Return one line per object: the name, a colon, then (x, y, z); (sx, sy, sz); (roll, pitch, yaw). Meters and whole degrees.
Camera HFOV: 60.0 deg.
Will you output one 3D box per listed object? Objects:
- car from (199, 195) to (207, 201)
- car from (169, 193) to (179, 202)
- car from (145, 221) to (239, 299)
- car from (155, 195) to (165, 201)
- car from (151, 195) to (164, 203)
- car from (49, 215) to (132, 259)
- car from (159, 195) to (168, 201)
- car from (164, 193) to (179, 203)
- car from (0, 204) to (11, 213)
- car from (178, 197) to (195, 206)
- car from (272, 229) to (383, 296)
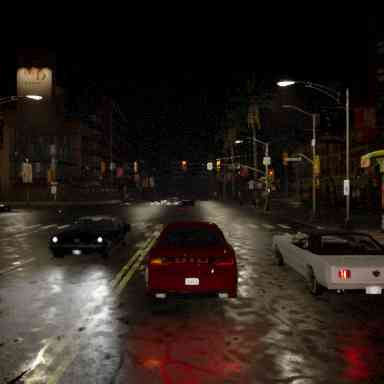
car: (2.730, 1.524, 81.741); (1.812, 1.442, 4.674); (0, 0, -1)
car: (-4.261, 1.225, 80.645); (2.150, 2.045, 5.566); (0, 0, -1)
car: (-0.006, 1.478, 8.530); (1.882, 1.535, 5.008); (0, 0, 0)
car: (-7.765, 1.524, 81.063); (1.812, 1.442, 4.674); (0, 0, -1)
car: (-7.674, 1.540, 71.568); (2.033, 1.411, 5.357); (0, 0, -1)
car: (-3.639, 1.601, 12.741); (1.895, 1.301, 4.718); (0, 0, 0)
car: (-7.863, 1.525, 91.178); (2.128, 1.511, 4.902); (0, 0, -1)
car: (-4.171, 1.355, 71.306); (2.097, 1.767, 4.553); (0, 0, -1)
car: (-21.062, 1.564, 34.339); (4.181, 1.385, 1.994); (0, 0, -2)
car: (-0.577, 1.491, 53.424); (2.128, 1.511, 4.902); (0, 0, 3)
car: (3.495, 1.601, 8.618); (1.895, 1.301, 4.718); (0, 0, 0)
